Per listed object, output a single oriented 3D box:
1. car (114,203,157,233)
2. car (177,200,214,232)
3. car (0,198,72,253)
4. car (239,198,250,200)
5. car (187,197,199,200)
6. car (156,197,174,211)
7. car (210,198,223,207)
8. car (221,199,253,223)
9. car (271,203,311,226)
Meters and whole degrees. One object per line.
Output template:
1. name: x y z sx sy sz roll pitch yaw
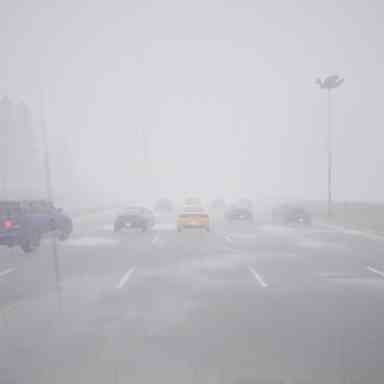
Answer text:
1. car: -3.396 1.561 19.968 1.812 1.442 4.674 0 0 0
2. car: 0.104 1.514 20.651 1.882 1.535 5.008 0 0 0
3. car: -6.897 1.249 13.834 2.150 2.045 5.566 0 0 0
4. car: 7.109 1.586 45.847 1.837 1.490 4.892 0 0 0
5. car: 0.107 1.425 41.991 2.097 1.767 4.553 0 0 0
6. car: -3.392 1.425 41.785 2.097 1.767 4.553 0 0 0
7. car: 3.609 1.561 47.563 1.882 1.535 5.008 0 0 0
8. car: 3.606 1.571 26.072 1.812 1.442 4.674 0 0 0
9. car: 7.104 1.549 24.132 1.837 1.490 4.892 0 0 0
